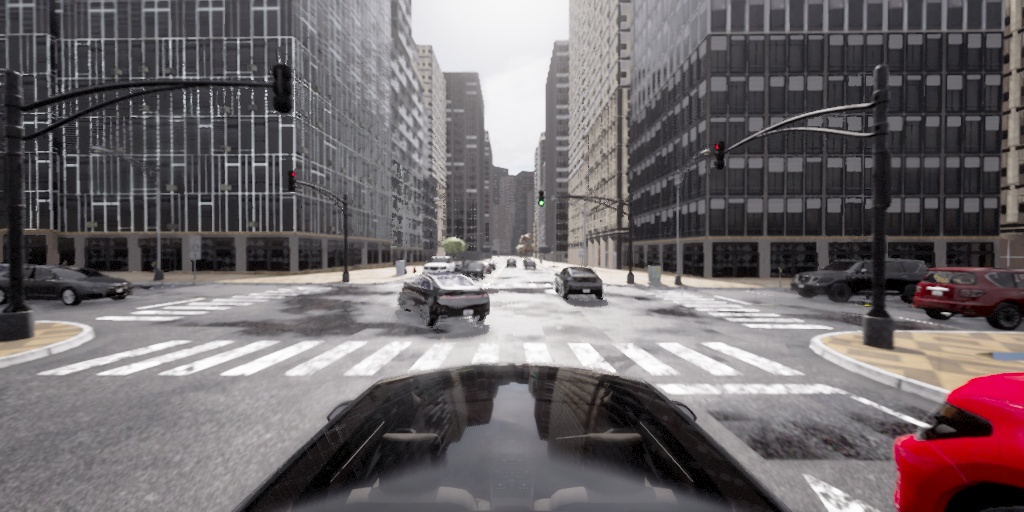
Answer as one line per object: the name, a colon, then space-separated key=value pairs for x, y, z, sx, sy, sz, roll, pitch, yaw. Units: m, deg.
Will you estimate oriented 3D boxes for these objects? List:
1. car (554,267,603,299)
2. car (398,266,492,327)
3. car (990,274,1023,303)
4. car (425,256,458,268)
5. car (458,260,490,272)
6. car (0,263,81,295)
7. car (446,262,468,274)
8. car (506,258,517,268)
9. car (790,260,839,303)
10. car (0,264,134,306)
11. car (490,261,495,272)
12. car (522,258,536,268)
car: x=3.335 y=1.294 z=18.476 sx=1.837 sy=1.490 sz=4.892 roll=1 pitch=1 yaw=0
car: x=-2.451 y=1.320 z=12.156 sx=2.128 sy=1.511 sz=4.902 roll=1 pitch=1 yaw=-30
car: x=26.637 y=1.607 z=17.226 sx=4.718 sy=1.301 sz=1.895 roll=0 pitch=1 yaw=1
car: x=-6.637 y=1.033 z=33.221 sx=2.150 sy=2.045 sz=5.566 roll=0 pitch=0 yaw=0
car: x=-3.386 y=1.288 z=32.774 sx=1.882 sy=1.535 sz=5.008 roll=0 pitch=0 yaw=0
car: x=-25.561 y=1.089 z=18.057 sx=5.357 sy=1.411 sz=2.033 roll=1 pitch=1 yaw=1
car: x=-6.629 y=1.391 z=43.261 sx=1.994 sy=1.385 sz=4.181 roll=0 pitch=0 yaw=0
car: x=-0.095 y=1.383 z=64.467 sx=1.812 sy=1.442 sz=4.674 roll=0 pitch=0 yaw=0
car: x=16.821 y=1.142 z=17.365 sx=5.566 sy=2.045 sz=2.150 roll=1 pitch=1 yaw=1
car: x=-18.426 y=1.154 z=14.689 sx=4.892 sy=1.490 sz=1.837 roll=1 pitch=1 yaw=2
car: x=-3.392 y=1.390 z=42.360 sx=1.994 sy=1.385 sz=4.181 roll=0 pitch=0 yaw=0
car: x=3.160 y=1.346 z=61.957 sx=2.128 sy=1.511 sz=4.902 roll=0 pitch=0 yaw=0
